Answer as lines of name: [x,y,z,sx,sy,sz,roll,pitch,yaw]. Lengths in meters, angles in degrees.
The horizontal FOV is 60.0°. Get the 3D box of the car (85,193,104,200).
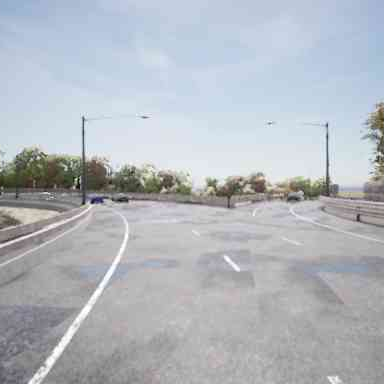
car: [-21.948,0.996,74.523,2.128,1.511,4.902,-1,1,-44]

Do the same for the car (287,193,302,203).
car: [16.841,0.953,54.544,1.837,1.490,4.892,0,0,26]

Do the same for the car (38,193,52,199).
car: [-33.637,1.033,76.513,4.892,1.490,1.837,0,1,41]

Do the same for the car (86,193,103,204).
car: [-16.314,1.089,55.483,1.882,1.535,5.008,0,0,-32]

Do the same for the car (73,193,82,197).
car: [-29.025,0.884,81.784,4.718,1.301,1.895,0,1,41]

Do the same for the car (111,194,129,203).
car: [-12.007,1.093,55.148,1.837,1.490,4.892,0,0,-31]

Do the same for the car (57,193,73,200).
car: [-30.526,1.021,78.395,4.674,1.442,1.812,0,1,44]
